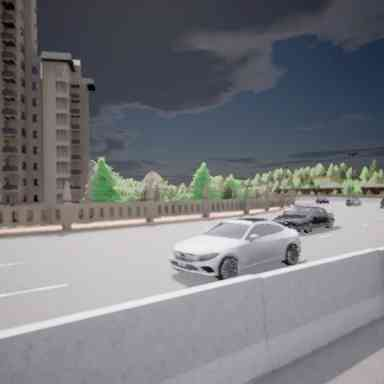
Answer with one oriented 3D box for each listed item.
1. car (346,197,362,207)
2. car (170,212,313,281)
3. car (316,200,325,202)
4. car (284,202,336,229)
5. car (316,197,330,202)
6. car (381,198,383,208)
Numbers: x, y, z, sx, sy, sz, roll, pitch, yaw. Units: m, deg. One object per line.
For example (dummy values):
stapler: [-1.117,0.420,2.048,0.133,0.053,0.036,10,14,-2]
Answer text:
car: [26.854,1.626,55.180,2.128,1.511,4.902,-1,0,17]
car: [1.497,1.536,9.924,4.674,1.442,1.812,0,0,-41]
car: [9.507,1.643,28.480,1.895,1.301,4.718,0,0,37]
car: [6.819,1.562,19.825,2.033,1.411,5.357,0,0,43]
car: [25.734,1.764,65.594,2.033,1.411,5.357,-1,0,11]
car: [26.861,1.408,44.844,2.097,1.767,4.553,-1,0,23]
